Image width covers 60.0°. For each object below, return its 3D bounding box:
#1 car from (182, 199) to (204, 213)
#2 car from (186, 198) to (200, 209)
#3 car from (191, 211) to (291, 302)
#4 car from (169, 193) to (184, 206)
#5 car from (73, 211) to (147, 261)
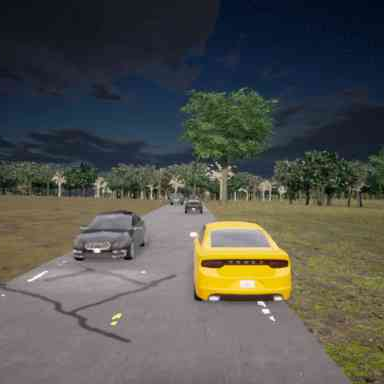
[{"bbox_3d":[0.180,1.475,35.861,1.837,1.490,4.892,0,0,0],"label":"car"},{"bbox_3d":[0.176,1.591,46.242,1.895,1.301,4.718,0,0,1],"label":"car"},{"bbox_3d":[0.986,1.476,8.364,1.882,1.535,5.008,0,0,0],"label":"car"},{"bbox_3d":[-2.580,1.253,56.534,2.150,2.045,5.566,0,0,0],"label":"car"},{"bbox_3d":[-2.815,1.499,12.315,1.837,1.490,4.892,0,0,0],"label":"car"}]
